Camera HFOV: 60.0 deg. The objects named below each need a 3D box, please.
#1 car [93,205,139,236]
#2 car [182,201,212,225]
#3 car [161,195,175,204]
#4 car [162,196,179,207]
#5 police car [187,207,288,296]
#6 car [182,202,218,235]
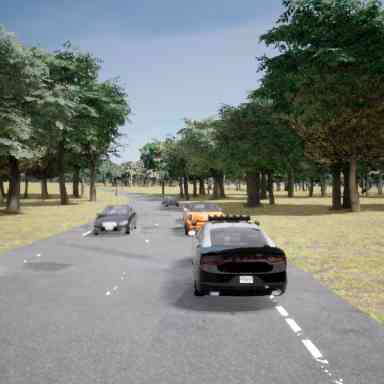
[{"bbox_3d":[-4.078,1.467,18.371,2.128,1.511,4.902,0,0,-3],"label":"car"},{"bbox_3d":[0.275,1.478,24.743,1.812,1.442,4.674,0,0,-4],"label":"car"},{"bbox_3d":[-4.261,1.349,58.819,2.033,1.411,5.357,0,0,-9],"label":"car"},{"bbox_3d":[-2.941,1.408,48.595,2.033,1.411,5.357,0,0,-6],"label":"car"},{"bbox_3d":[0.950,1.416,8.757,1.930,1.638,5.238,0,0,-1],"label":"police car"},{"bbox_3d":[0.602,1.321,18.680,2.097,1.767,4.553,0,0,-3],"label":"car"}]
